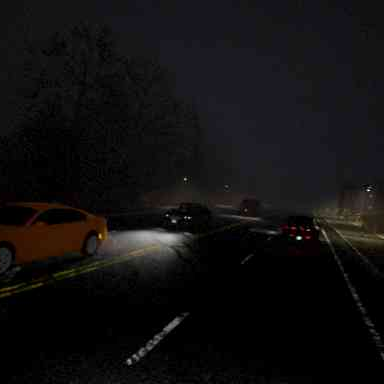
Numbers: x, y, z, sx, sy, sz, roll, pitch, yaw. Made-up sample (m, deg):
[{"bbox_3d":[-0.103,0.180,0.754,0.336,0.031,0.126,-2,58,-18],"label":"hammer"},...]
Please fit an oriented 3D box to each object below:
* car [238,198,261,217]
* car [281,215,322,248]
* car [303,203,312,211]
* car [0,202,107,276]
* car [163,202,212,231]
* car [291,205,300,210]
[{"bbox_3d":[7.216,1.861,41.178,2.150,2.045,5.566,6,0,20],"label":"car"},{"bbox_3d":[6.096,2.072,18.611,1.837,1.490,4.892,6,0,19],"label":"car"},{"bbox_3d":[30.531,4.367,87.882,1.994,1.385,4.181,6,0,20],"label":"car"},{"bbox_3d":[-4.295,1.014,8.901,1.882,1.535,5.008,6,0,21],"label":"car"},{"bbox_3d":[-0.144,1.421,20.659,2.128,1.511,4.902,6,0,20],"label":"car"},{"bbox_3d":[27.662,4.244,89.522,1.895,1.301,4.718,6,0,20],"label":"car"}]
